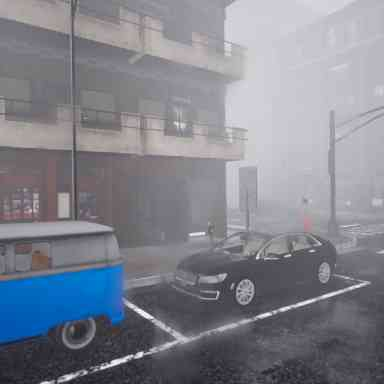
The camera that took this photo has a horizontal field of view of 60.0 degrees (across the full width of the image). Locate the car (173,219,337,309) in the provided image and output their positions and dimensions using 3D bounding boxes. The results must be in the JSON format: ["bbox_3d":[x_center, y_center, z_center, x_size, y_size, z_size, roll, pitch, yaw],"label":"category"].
[{"bbox_3d":[1.617,1.549,7.734,4.403,1.369,2.008,0,-1,-36],"label":"car"}]

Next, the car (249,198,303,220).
[{"bbox_3d":[6.732,1.415,27.077,1.882,1.535,5.008,-1,1,-35],"label":"car"}]

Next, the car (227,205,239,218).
[{"bbox_3d":[2.151,1.506,28.910,1.887,1.381,4.507,-1,1,-35],"label":"car"}]

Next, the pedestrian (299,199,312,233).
[{"bbox_3d":[4.573,1.138,13.323,0.375,1.860,0.375,-1,0,-36],"label":"pedestrian"}]

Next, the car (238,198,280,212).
[{"bbox_3d":[7.315,1.356,36.574,1.887,1.381,4.507,-1,1,-35],"label":"car"}]

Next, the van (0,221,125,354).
[{"bbox_3d":[-2.924,1.341,4.492,3.998,1.788,1.690,0,-1,-36],"label":"van"}]
